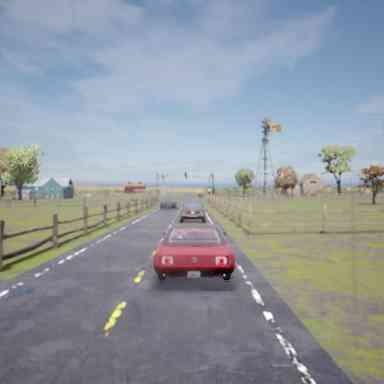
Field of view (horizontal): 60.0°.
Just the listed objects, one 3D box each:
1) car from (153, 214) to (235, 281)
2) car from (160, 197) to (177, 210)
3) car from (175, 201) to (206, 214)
[{"bbox_3d":[0.066,1.563,9.724,1.895,1.301,4.718,0,0,0],"label":"car"},{"bbox_3d":[-2.839,1.330,40.645,1.882,1.535,5.008,0,0,0],"label":"car"},{"bbox_3d":[0.072,1.453,25.079,2.033,1.411,5.357,0,0,0],"label":"car"}]
